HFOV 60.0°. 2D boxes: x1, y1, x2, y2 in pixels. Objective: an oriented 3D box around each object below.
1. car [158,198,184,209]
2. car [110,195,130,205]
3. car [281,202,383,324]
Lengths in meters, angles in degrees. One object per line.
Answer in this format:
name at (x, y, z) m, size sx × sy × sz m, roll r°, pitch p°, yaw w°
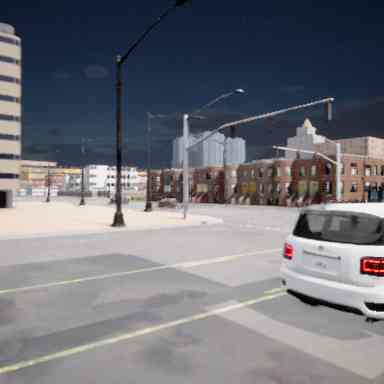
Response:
car at (-2.944, 1.527, 45.360) m, size 1.812 × 1.442 × 4.674 m, roll 0°, pitch 0°, yaw -36°
car at (-12.844, 1.353, 59.035) m, size 2.097 × 1.767 × 4.553 m, roll 0°, pitch 0°, yaw -36°
car at (4.228, 1.222, 6.846) m, size 5.566 × 2.045 × 2.150 m, roll 0°, pitch 0°, yaw -36°
